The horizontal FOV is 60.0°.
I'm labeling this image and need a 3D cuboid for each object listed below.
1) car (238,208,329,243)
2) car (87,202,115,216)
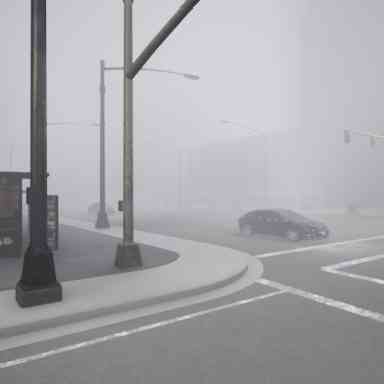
[{"bbox_3d":[4.426,1.591,16.743,1.837,1.490,4.892,0,0,-36],"label":"car"},{"bbox_3d":[-10.158,1.879,36.857,1.812,1.442,4.674,0,-1,-36],"label":"car"}]
